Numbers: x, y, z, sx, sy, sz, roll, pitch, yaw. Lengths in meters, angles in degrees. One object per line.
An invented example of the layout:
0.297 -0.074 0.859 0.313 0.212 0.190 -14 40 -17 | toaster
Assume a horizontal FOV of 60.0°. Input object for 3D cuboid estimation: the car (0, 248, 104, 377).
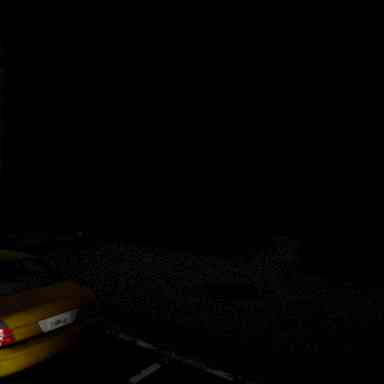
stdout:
-3.455 1.466 5.271 4.829 1.417 1.752 1 0 35 | car
